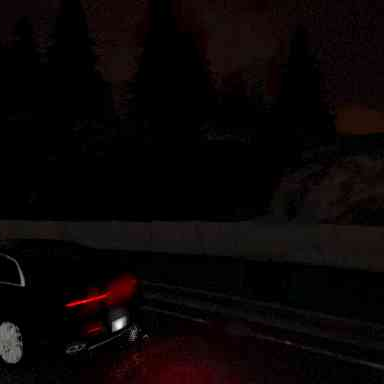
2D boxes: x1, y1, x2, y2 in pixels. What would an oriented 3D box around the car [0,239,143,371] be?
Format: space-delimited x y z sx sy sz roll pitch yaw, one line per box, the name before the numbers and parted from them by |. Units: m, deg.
car | -3.135 1.578 5.720 4.892 1.490 1.837 0 -1 28
